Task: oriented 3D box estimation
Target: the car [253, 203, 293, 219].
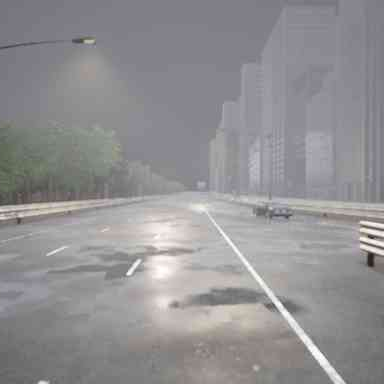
[{"bbox_3d":[7.236,1.668,30.193,2.033,1.411,5.357,0,0,-10],"label":"car"}]
